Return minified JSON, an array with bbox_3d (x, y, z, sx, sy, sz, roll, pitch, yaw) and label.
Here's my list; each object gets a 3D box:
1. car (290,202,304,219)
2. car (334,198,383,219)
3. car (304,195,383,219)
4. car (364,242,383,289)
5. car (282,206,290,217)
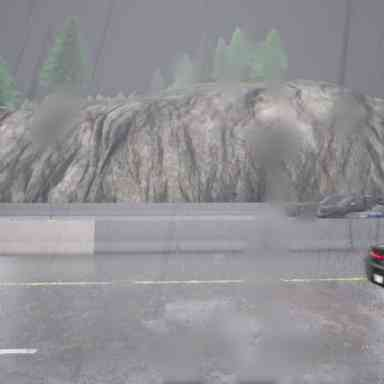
[{"bbox_3d":[10.666,1.230,24.997,5.566,2.045,2.150,0,0,-4],"label":"car"},{"bbox_3d":[10.509,1.359,17.963,4.553,1.767,2.097,0,0,-4],"label":"car"},{"bbox_3d":[10.535,1.229,21.477,5.566,2.045,2.150,0,0,-4],"label":"car"},{"bbox_3d":[6.209,1.509,6.943,4.892,1.490,1.837,0,0,-4],"label":"car"},{"bbox_3d":[10.245,1.500,28.475,4.902,1.511,2.128,0,0,-4],"label":"car"}]
